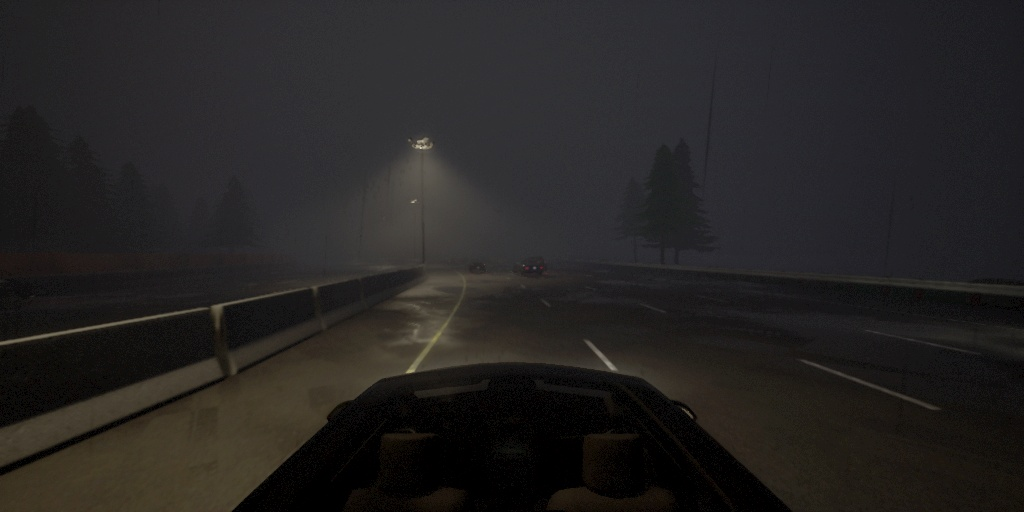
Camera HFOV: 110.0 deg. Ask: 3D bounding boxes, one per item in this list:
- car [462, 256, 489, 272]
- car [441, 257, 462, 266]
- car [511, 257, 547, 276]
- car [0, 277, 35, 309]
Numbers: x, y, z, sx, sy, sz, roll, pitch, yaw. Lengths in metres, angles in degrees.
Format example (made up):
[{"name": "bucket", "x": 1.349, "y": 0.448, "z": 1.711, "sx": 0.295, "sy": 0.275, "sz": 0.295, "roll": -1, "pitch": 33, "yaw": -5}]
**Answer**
[{"name": "car", "x": -4.149, "y": 1.040, "z": 40.316, "sx": 1.812, "sy": 1.442, "sz": 4.674, "roll": 0, "pitch": 0, "yaw": -14}, {"name": "car", "x": -11.240, "y": 0.979, "z": 64.351, "sx": 2.033, "sy": 1.411, "sz": 5.357, "roll": -1, "pitch": 0, "yaw": -25}, {"name": "car", "x": 1.334, "y": 1.044, "z": 32.605, "sx": 2.033, "sy": 1.411, "sz": 5.357, "roll": -1, "pitch": 0, "yaw": -13}, {"name": "car", "x": -21.494, "y": 1.456, "z": 13.363, "sx": 2.128, "sy": 1.511, "sz": 4.902, "roll": -1, "pitch": 0, "yaw": -4}]
